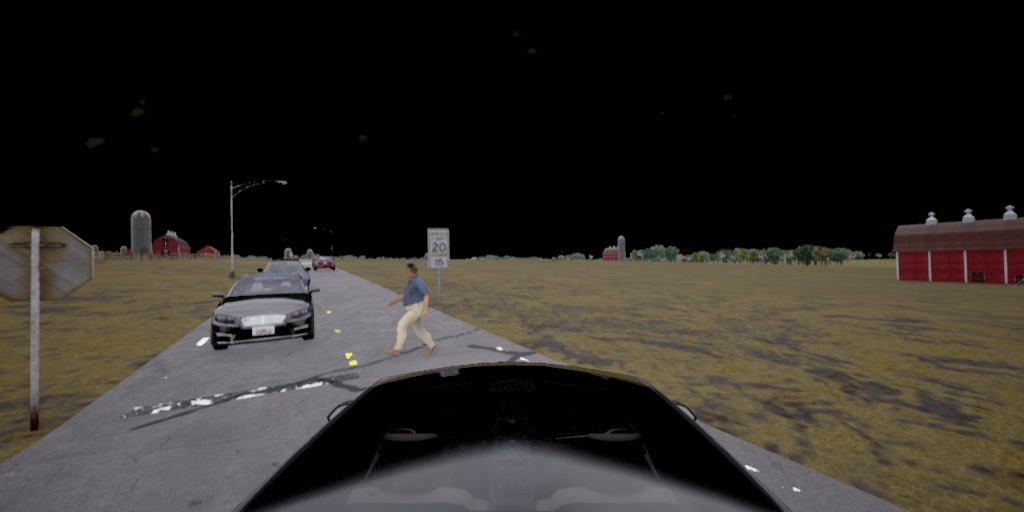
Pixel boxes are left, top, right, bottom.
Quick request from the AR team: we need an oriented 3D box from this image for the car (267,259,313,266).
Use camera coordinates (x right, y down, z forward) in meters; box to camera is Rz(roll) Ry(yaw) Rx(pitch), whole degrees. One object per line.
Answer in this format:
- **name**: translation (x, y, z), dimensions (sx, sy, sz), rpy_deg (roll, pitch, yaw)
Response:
- **car**: translation (-11.127, 0.952, 17.593), dimensions (2.097, 1.767, 4.553), rpy_deg (-1, 1, -30)

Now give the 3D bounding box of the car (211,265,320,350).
- **car**: translation (-6.140, 1.180, 9.155), dimensions (2.128, 1.511, 4.902), rpy_deg (-1, 1, -31)

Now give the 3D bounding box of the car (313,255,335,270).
- **car**: translation (-21.540, 0.729, 41.062), dimensions (2.097, 1.767, 4.553), rpy_deg (-1, 1, -31)

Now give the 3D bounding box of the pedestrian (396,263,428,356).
- **pedestrian**: translation (-1.920, 0.998, 6.872), dimensions (0.375, 1.860, 0.375), rpy_deg (2, -2, -30)
